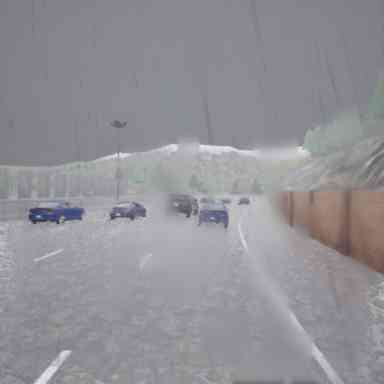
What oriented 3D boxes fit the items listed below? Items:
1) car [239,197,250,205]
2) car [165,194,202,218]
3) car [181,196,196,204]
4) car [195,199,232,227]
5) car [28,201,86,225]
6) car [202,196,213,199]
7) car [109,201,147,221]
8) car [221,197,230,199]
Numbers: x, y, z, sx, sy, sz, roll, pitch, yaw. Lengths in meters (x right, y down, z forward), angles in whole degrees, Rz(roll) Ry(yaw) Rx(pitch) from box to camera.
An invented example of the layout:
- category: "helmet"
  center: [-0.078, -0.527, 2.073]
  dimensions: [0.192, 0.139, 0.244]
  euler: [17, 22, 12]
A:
- category: "car"
  center: [10.085, 1.663, 63.855]
  dimensions: [1.837, 1.490, 4.892]
  euler: [1, 0, 13]
- category: "car"
  center: [-0.843, 1.218, 30.567]
  dimensions: [2.150, 2.045, 5.566]
  euler: [0, 0, 11]
- category: "car"
  center: [-0.658, 1.571, 64.067]
  dimensions: [1.994, 1.385, 4.181]
  euler: [1, 0, 13]
- category: "car"
  center: [1.625, 1.506, 23.317]
  dimensions: [1.882, 1.535, 5.008]
  euler: [0, 0, 8]
- category: "car"
  center: [-9.046, 1.356, 22.782]
  dimensions: [1.882, 1.535, 5.008]
  euler: [0, 0, 8]
- category: "car"
  center: [2.959, 1.535, 64.162]
  dimensions: [1.882, 1.535, 5.008]
  euler: [1, 0, 13]
- category: "car"
  center: [-4.975, 1.462, 26.275]
  dimensions: [1.812, 1.442, 4.674]
  euler: [1, 0, 9]
- category: "car"
  center: [6.529, 1.709, 64.108]
  dimensions: [1.895, 1.301, 4.718]
  euler: [1, 0, 13]
